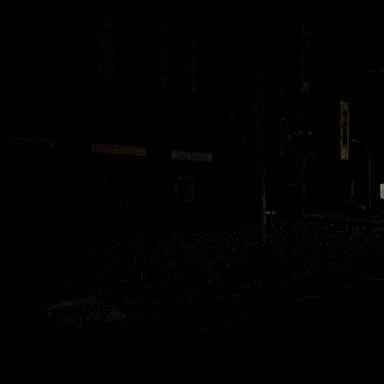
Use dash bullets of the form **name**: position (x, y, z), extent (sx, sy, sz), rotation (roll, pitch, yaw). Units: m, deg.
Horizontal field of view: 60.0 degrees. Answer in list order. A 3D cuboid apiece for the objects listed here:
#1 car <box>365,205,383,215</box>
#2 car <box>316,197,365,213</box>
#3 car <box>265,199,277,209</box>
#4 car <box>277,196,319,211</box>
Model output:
- **car**: position (19.884, 1.541, 32.210), extent (1.752, 1.417, 4.829), rotation (0, 0, -35)
- **car**: position (16.657, 1.556, 36.790), extent (1.752, 1.417, 4.829), rotation (0, 0, -35)
- **car**: position (10.302, 1.604, 45.809), extent (1.887, 1.381, 4.507), rotation (0, 0, -35)
- **car**: position (13.529, 1.359, 41.230), extent (2.192, 1.841, 5.009), rotation (0, 0, -35)
